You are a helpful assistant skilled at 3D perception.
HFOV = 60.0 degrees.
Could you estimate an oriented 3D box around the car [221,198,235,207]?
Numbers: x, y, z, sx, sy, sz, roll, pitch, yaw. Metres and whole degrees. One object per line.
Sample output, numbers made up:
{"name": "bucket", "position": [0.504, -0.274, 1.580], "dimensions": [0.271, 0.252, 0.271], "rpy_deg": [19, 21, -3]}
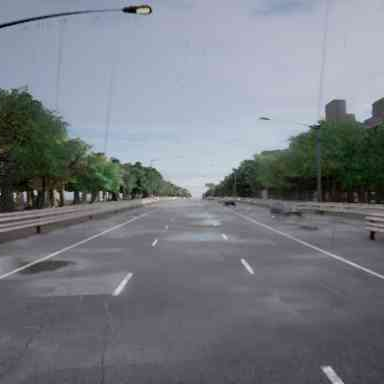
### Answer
{"name": "car", "position": [6.867, 1.864, 61.319], "dimensions": [1.837, 1.490, 4.892], "rpy_deg": [-1, 0, 1]}

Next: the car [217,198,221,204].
{"name": "car", "position": [7.027, 2.048, 78.969], "dimensions": [2.033, 1.411, 5.357], "rpy_deg": [0, 0, 0]}

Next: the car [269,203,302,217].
{"name": "car", "position": [9.711, 1.808, 34.856], "dimensions": [1.994, 1.385, 4.181], "rpy_deg": [0, 0, -12]}
